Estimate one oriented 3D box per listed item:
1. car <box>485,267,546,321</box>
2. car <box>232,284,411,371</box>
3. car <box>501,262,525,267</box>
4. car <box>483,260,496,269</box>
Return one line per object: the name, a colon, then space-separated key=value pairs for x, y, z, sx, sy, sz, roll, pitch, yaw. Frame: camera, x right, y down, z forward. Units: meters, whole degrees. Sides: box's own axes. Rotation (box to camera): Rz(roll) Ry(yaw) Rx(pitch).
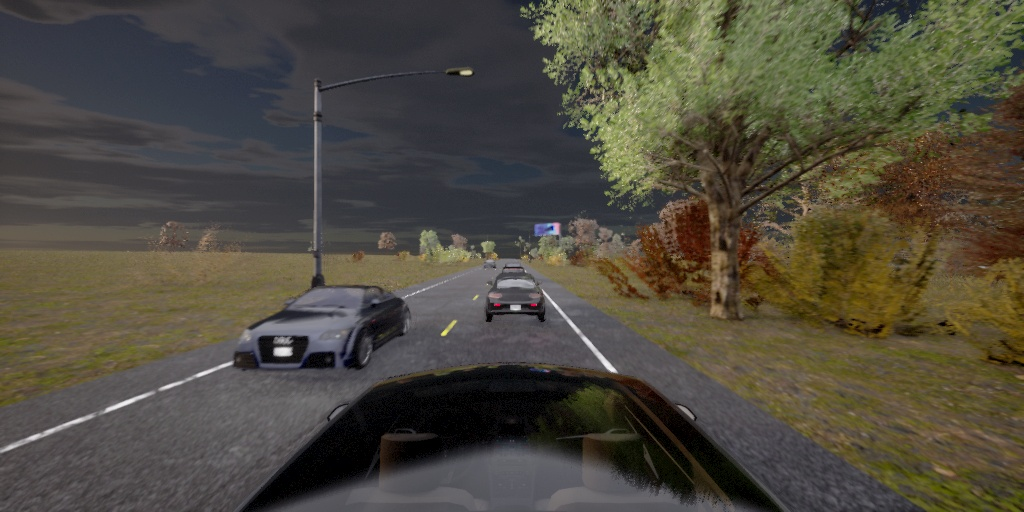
car: x=0.104 y=1.278 z=12.348 sx=1.812 sy=1.442 sz=4.674 roll=0 pitch=0 yaw=0
car: x=-3.598 y=1.315 z=7.625 sx=1.994 sy=1.385 sz=4.181 roll=0 pitch=0 yaw=0
car: x=0.111 y=1.249 z=30.178 sx=2.128 sy=1.511 sz=4.902 roll=0 pitch=0 yaw=0
car: x=-3.493 y=1.298 z=56.557 sx=1.812 sy=1.442 sz=4.674 roll=0 pitch=0 yaw=0
